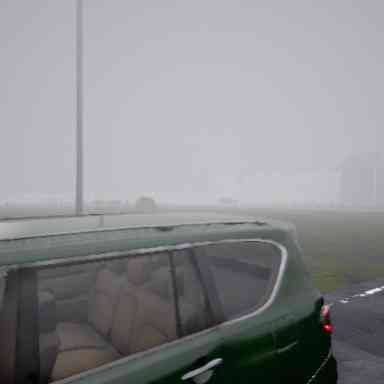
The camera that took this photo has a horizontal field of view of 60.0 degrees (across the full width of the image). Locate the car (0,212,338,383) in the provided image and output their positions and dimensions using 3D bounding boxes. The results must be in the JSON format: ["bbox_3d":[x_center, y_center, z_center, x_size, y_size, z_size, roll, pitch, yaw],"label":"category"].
[{"bbox_3d":[-1.371,1.221,2.093,5.566,2.045,2.150,0,0,-36],"label":"car"}]

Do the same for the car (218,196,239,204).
[{"bbox_3d":[7.510,1.571,68.673,2.097,1.767,4.553,1,-1,-36],"label":"car"}]
